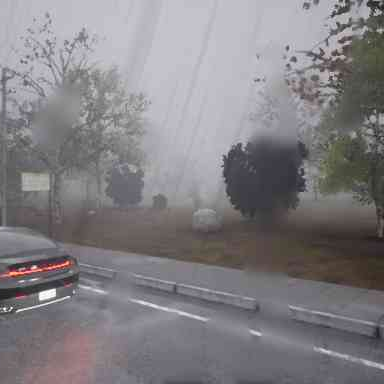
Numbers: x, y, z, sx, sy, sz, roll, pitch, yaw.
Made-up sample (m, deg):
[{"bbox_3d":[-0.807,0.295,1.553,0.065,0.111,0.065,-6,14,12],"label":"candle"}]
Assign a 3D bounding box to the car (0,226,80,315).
[{"bbox_3d":[-4.402,1.505,7.135,4.892,1.490,1.837,0,0,37],"label":"car"}]
